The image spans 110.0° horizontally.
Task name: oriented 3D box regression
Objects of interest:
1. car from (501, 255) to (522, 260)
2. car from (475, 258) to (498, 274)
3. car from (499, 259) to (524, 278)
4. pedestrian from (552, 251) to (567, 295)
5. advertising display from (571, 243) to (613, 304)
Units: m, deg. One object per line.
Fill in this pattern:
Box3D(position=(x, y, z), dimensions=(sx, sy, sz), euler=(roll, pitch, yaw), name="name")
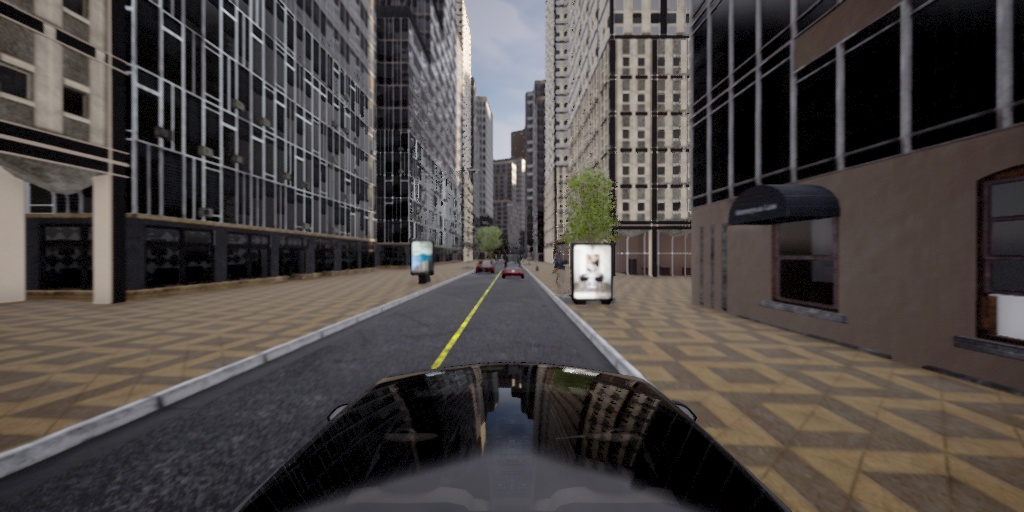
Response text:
Box3D(position=(0.062, 0.870, 46.014), dimensions=(2.150, 2.045, 5.566), euler=(0, 0, 1), name="car")
Box3D(position=(-2.827, 1.138, 38.744), dimensions=(1.882, 1.535, 5.008), euler=(0, 0, 0), name="car")
Box3D(position=(0.089, 1.238, 32.233), dimensions=(1.994, 1.385, 4.181), euler=(0, 0, 0), name="car")
Box3D(position=(1.942, 0.666, 14.693), dimensions=(0.375, 1.860, 0.375), euler=(0, 0, -2), name="pedestrian")
Box3D(position=(3.013, 0.738, 13.548), dimensions=(1.540, 2.440, 0.280), euler=(0, 0, 0), name="advertising display")
